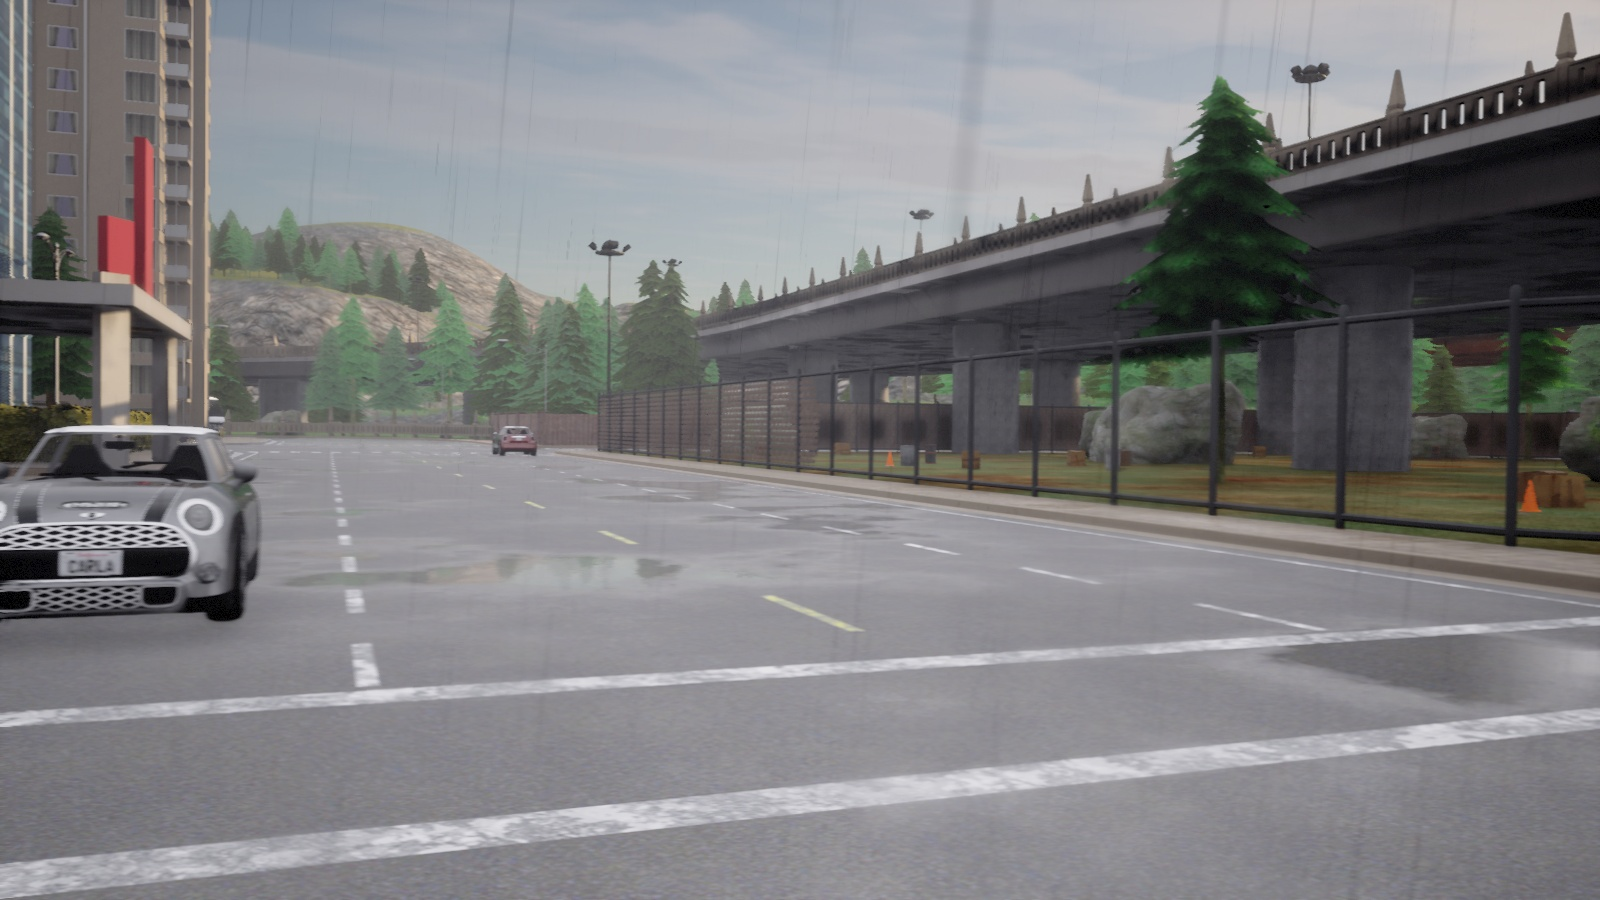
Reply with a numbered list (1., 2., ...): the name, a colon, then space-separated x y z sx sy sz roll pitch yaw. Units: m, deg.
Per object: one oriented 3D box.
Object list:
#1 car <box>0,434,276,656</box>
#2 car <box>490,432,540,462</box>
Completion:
1. car: -5.486 0.612 10.373 1.970 1.475 3.806 -1 1 -21
2. car: -14.625 -0.195 64.341 1.970 1.475 3.806 -1 1 -21
